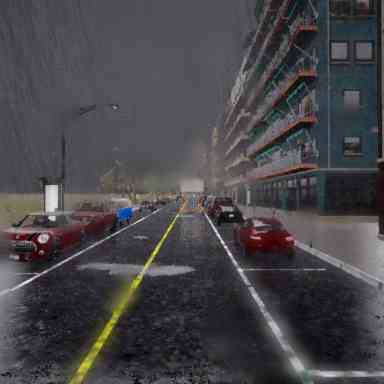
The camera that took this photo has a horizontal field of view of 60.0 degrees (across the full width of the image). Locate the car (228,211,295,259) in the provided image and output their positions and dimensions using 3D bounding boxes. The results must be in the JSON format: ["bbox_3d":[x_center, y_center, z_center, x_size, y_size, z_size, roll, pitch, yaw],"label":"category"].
[{"bbox_3d":[2.574,1.585,12.421,1.802,1.307,4.206,1,0,0],"label":"car"}]

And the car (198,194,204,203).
[{"bbox_3d":[2.576,1.329,52.049,2.192,1.841,5.009,1,0,0],"label":"car"}]

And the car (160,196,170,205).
[{"bbox_3d":[-5.307,1.581,57.177,1.947,1.339,4.313,1,0,0],"label":"car"}]

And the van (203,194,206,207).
[{"bbox_3d":[2.576,1.352,40.726,1.690,1.788,3.998,1,0,0],"label":"van"}]

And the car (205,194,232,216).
[{"bbox_3d":[2.576,1.322,29.404,2.192,1.841,5.009,1,0,0],"label":"car"}]

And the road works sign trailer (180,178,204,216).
[{"bbox_3d":[0.000,0.472,32.452,2.380,3.560,2.880,0,0,0],"label":"road works sign trailer"}]

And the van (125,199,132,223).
[{"bbox_3d":[-5.304,1.347,23.253,1.690,1.788,3.998,1,0,0],"label":"van"}]

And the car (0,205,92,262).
[{"bbox_3d":[-5.305,1.443,11.944,1.967,1.590,4.097,1,0,0],"label":"car"}]

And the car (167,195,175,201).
[{"bbox_3d":[-5.306,1.552,85.277,1.752,1.417,4.829,1,0,0],"label":"car"}]

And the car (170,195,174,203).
[{"bbox_3d":[-5.307,1.601,68.485,1.802,1.307,4.206,1,0,0],"label":"car"}]

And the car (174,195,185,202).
[{"bbox_3d":[-2.750,1.490,76.718,1.812,1.442,4.674,0,0,0],"label":"car"}]

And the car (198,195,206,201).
[{"bbox_3d":[2.574,1.553,86.185,1.752,1.417,4.829,1,0,0],"label":"car"}]

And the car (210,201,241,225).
[{"bbox_3d":[2.574,1.571,23.743,1.947,1.339,4.313,1,0,0],"label":"car"}]

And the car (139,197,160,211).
[{"bbox_3d":[-5.307,1.592,40.215,1.802,1.307,4.206,1,0,0],"label":"car"}]

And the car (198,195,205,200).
[{"bbox_3d":[2.574,1.555,91.846,1.752,1.417,4.829,1,0,0],"label":"car"}]

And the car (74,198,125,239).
[{"bbox_3d":[-5.304,1.319,17.599,2.192,1.841,5.009,1,0,0],"label":"car"}]
